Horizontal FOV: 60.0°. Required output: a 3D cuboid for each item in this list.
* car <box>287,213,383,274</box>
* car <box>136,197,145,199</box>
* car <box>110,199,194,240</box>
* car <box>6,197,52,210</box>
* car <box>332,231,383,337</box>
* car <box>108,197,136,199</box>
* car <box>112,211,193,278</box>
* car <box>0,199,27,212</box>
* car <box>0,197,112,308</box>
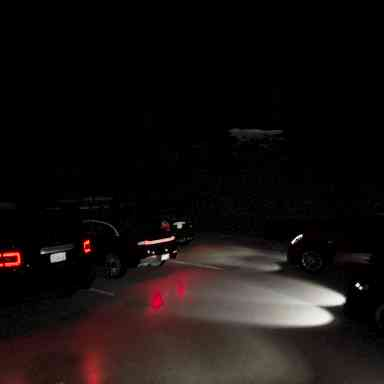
[{"bbox_3d":[4.981,1.352,9.040,4.553,1.767,2.097,0,0,36],"label":"car"},{"bbox_3d":[-8.972,1.502,54.299,4.718,1.301,1.895,0,0,-39],"label":"car"},{"bbox_3d":[-2.206,1.351,14.123,4.553,1.767,2.097,0,0,35],"label":"car"},{"bbox_3d":[-20.783,1.395,42.618,1.837,1.490,4.892,0,0,42],"label":"car"},{"bbox_3d":[4.606,1.564,4.996,4.181,1.385,1.994,0,0,36],"label":"car"},{"bbox_3d":[-11.043,1.401,47.794,4.902,1.511,2.128,0,0,-43],"label":"car"},{"bbox_3d":[-2.666,1.491,10.154,4.902,1.511,2.128,0,0,36],"label":"car"},{"bbox_3d":[-20.795,1.471,36.721,1.994,1.385,4.181,0,0,38],"label":"car"},{"bbox_3d":[-4.551,1.221,7.228,5.566,2.045,2.150,0,0,33],"label":"car"}]
